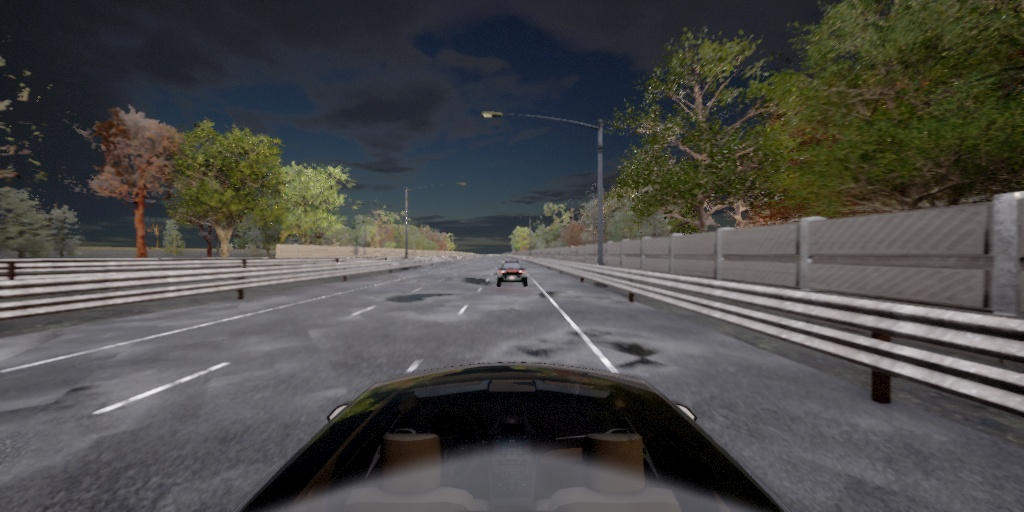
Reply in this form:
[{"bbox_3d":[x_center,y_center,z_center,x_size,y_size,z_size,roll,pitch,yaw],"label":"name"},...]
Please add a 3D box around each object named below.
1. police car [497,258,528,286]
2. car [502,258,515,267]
[{"bbox_3d":[-0.002,1.125,24.178,2.038,1.542,4.974,0,0,0],"label":"police car"},{"bbox_3d":[-0.592,0.985,57.328,1.895,1.301,4.718,0,0,-1],"label":"car"}]
